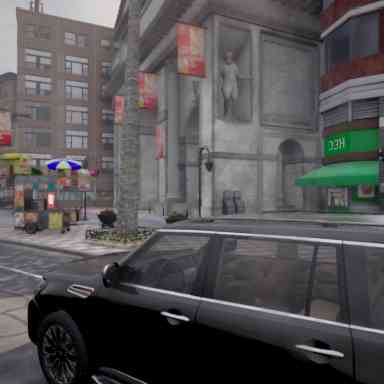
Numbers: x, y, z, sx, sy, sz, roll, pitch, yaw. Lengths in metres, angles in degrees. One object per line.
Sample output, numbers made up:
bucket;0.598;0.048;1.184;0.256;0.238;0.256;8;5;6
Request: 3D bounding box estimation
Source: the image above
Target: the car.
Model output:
car;0.557;1.221;3.495;5.566;2.045;2.150;0;0;36
